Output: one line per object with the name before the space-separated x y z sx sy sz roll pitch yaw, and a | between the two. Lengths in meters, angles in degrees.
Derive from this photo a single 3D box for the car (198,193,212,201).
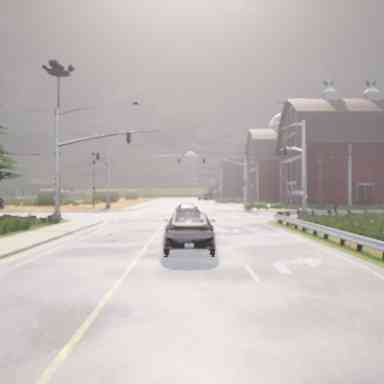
car | 3.228 1.133 80.809 1.905 1.878 3.866 -8 4 -43

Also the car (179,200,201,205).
car | -0.452 1.567 26.802 1.994 1.385 4.181 0 0 -5

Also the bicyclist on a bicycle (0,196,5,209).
bicyclist on a bicycle | -22.247 1.335 38.765 0.582 1.620 1.656 0 0 0

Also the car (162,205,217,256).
car | -0.088 1.490 13.010 2.128 1.511 4.902 0 0 0
